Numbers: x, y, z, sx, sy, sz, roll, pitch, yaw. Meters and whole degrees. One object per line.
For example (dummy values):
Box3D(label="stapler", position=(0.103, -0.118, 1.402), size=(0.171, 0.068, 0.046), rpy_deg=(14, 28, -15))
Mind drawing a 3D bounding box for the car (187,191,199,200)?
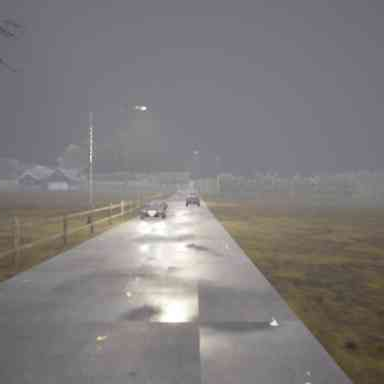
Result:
Box3D(label="car", position=(0.117, 0.608, 62.177), size=(2.128, 1.511, 4.902), rpy_deg=(0, 2, 0))

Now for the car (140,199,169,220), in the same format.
Box3D(label="car", position=(-2.837, 1.326, 25.977), size=(2.128, 1.511, 4.902), rpy_deg=(0, 0, 0))

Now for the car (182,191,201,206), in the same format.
Box3D(label="car", position=(0.112, 1.059, 44.415), size=(2.128, 1.511, 4.902), rpy_deg=(0, 1, 0))

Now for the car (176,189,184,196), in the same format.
Box3D(label="car", position=(-2.726, 0.053, 78.751), size=(1.882, 1.535, 5.008), rpy_deg=(0, 2, 0))
